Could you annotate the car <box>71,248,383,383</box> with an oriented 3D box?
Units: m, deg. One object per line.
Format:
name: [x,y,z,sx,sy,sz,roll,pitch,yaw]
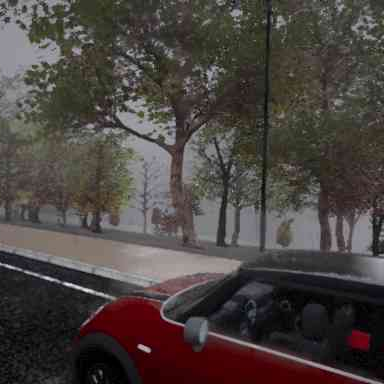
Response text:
car: [0.949,1.334,3.002,4.553,1.767,2.097,1,1,36]
